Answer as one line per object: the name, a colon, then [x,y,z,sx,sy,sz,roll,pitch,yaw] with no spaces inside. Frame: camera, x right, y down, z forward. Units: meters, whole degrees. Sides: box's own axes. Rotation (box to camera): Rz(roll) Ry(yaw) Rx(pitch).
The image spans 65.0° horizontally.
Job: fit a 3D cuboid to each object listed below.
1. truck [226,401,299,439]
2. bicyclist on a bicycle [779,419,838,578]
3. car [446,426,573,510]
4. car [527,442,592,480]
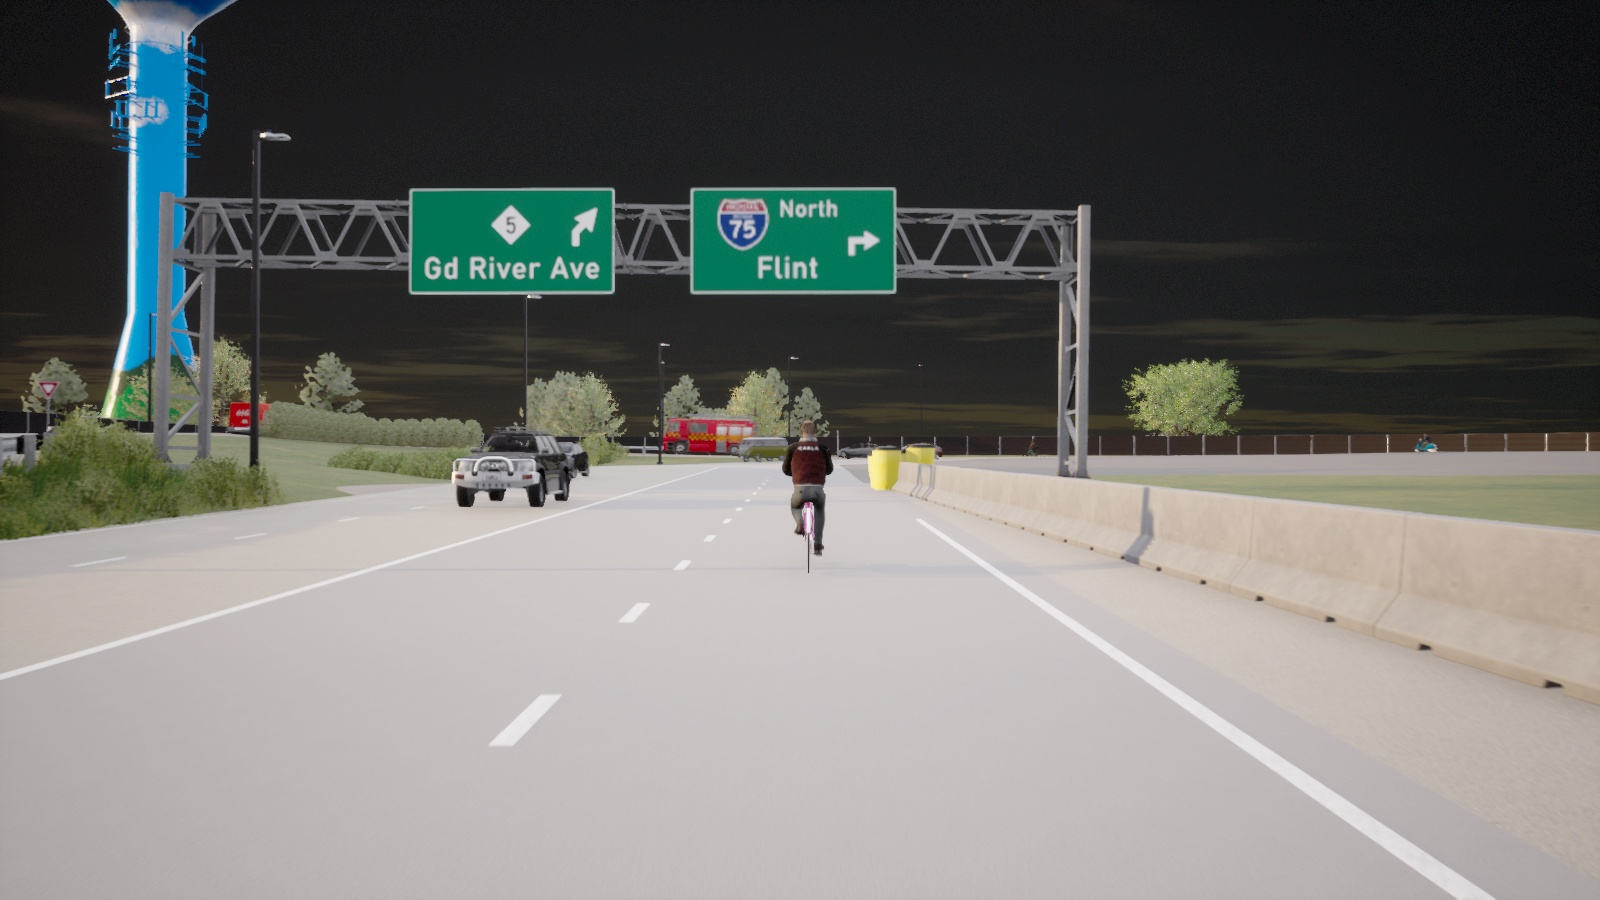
truck: [-38.841,-2.108,90.897,2.627,2.467,5.204,0,-2,5]
bicyclist on a bicycle: [0.101,0.533,14.972,0.659,1.776,1.843,0,1,0]
car: [-6.812,0.376,29.977,1.932,1.855,4.605,0,0,0]
car: [-9.898,0.429,51.946,1.845,1.501,3.633,0,0,2]
